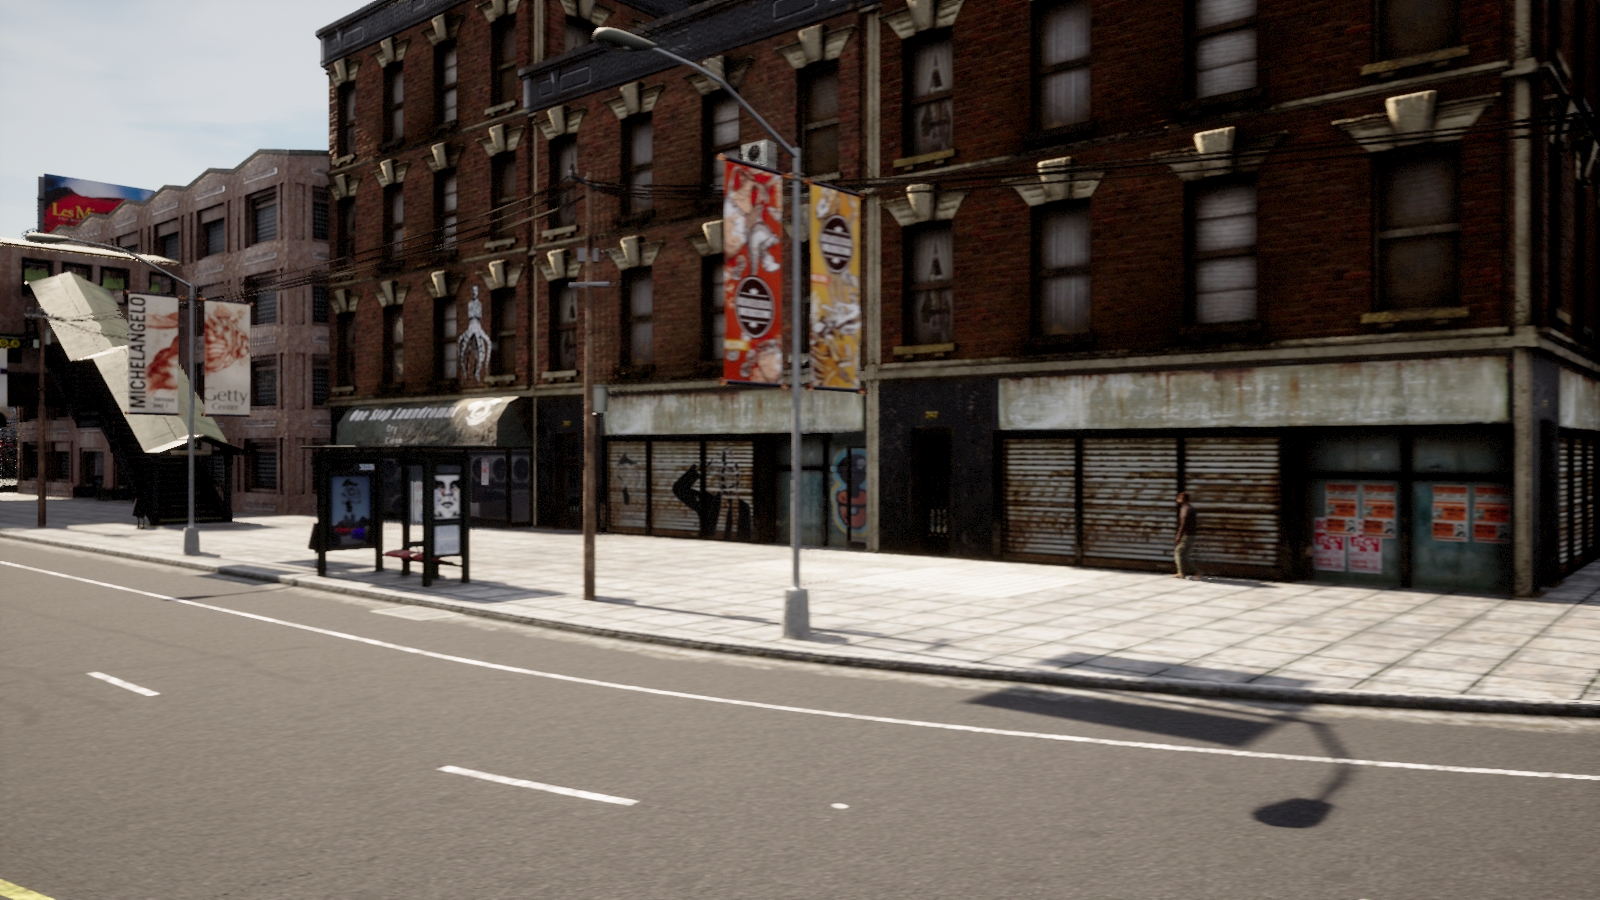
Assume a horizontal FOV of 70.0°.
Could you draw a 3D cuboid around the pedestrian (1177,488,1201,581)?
[{"bbox_3d":[7.894,1.704,23.173,0.375,1.860,0.375,0,0,36],"label":"pedestrian"}]
